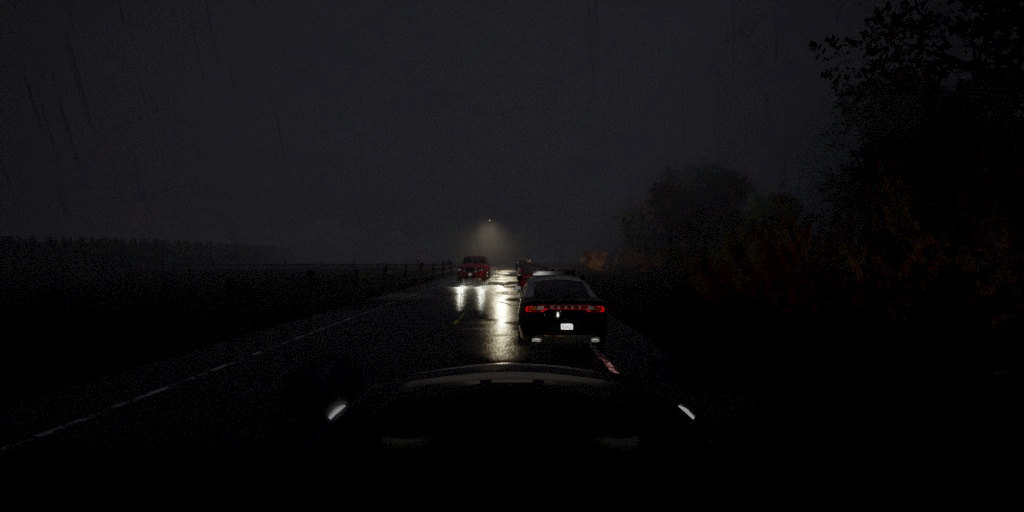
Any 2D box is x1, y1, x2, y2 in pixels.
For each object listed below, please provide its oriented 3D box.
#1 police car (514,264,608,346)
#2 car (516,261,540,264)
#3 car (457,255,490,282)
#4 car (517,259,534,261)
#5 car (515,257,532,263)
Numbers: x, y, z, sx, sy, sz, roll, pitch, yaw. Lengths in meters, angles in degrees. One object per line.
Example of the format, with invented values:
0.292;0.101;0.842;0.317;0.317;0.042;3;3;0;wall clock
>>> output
1.098;1.173;9.576;1.930;1.638;5.238;0;0;1;police car
1.265;1.222;19.432;1.882;1.535;5.008;0;0;1;car
-2.983;0.957;28.866;2.150;2.045;5.566;0;0;2;car
1.421;1.219;25.410;1.882;1.535;5.008;0;0;2;car
1.444;1.228;49.164;1.837;1.490;4.892;0;0;4;car
